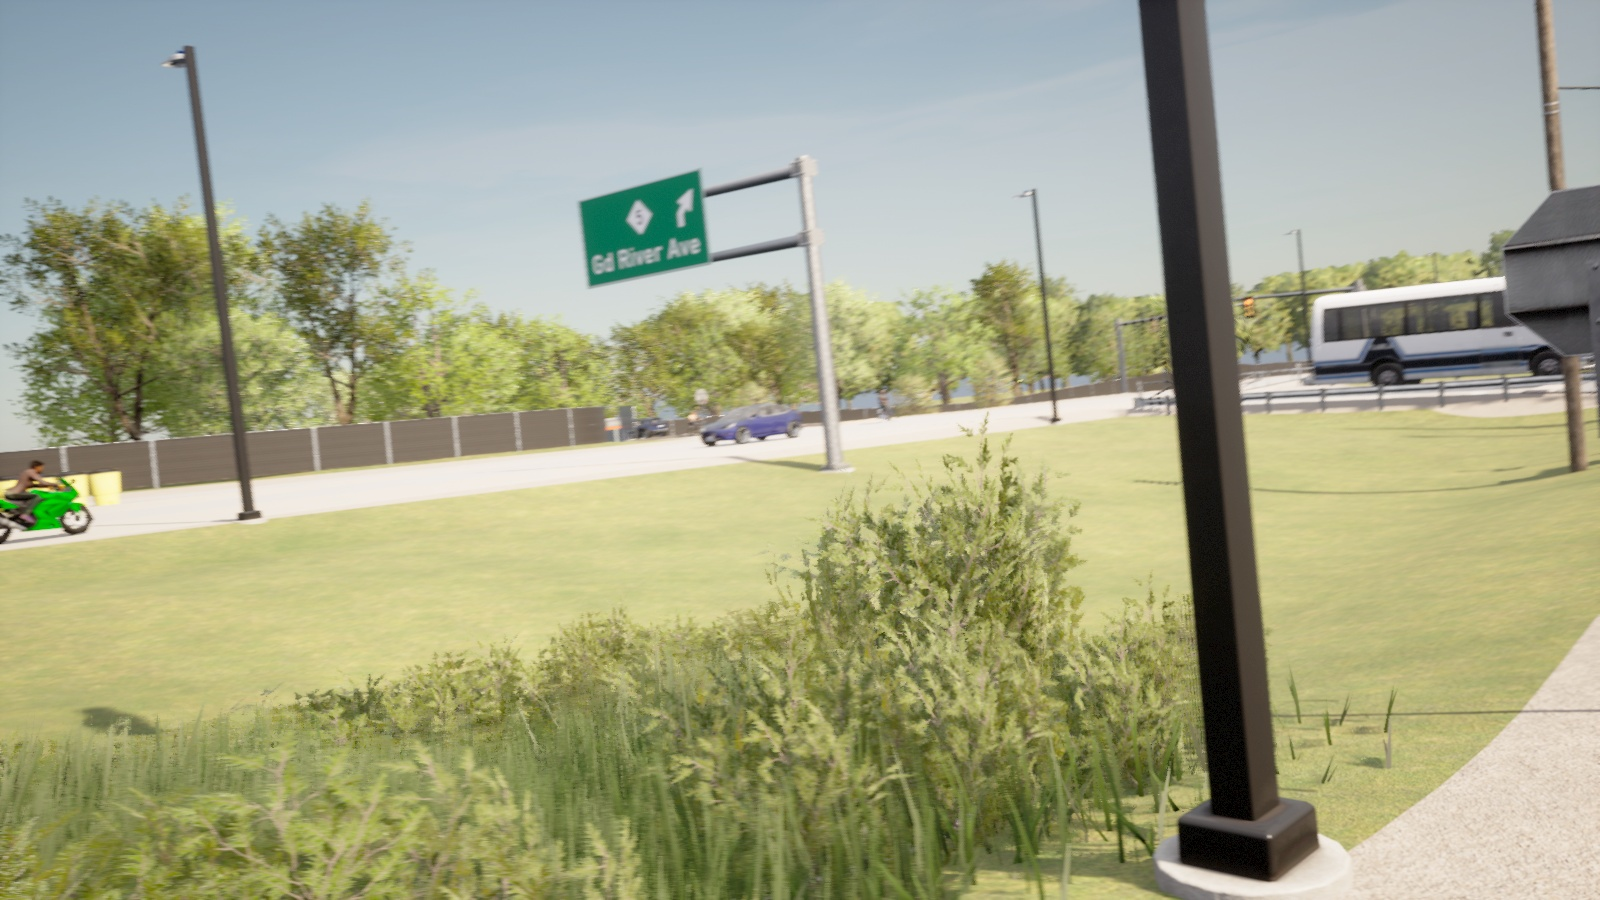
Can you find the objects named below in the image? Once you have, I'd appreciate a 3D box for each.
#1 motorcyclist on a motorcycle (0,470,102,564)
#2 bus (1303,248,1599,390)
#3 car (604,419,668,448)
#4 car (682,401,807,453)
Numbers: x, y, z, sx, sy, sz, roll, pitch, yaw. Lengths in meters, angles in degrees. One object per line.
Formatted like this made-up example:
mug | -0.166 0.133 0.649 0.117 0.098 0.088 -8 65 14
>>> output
motorcyclist on a motorcycle | -14.492 1.271 23.649 0.797 1.523 2.044 -5 2 40
bus | 26.017 -5.044 49.822 10.273 4.253 3.944 -4 3 40
car | -12.698 -1.264 97.010 4.856 1.649 2.033 -6 3 41
car | -2.137 -0.939 49.628 2.163 1.488 4.792 -5 2 40
